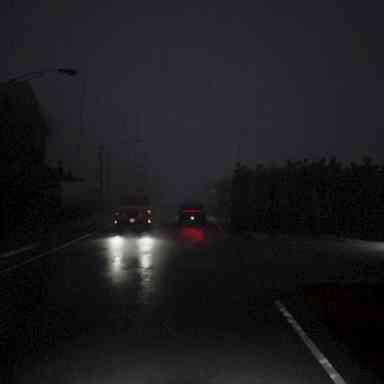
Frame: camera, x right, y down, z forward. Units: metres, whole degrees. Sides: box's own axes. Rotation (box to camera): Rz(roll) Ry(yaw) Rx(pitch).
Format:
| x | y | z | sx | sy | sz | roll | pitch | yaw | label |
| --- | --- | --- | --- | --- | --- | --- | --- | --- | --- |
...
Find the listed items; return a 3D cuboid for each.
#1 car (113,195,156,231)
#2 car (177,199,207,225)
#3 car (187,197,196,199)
| x | y | z | sx | sy | sz | roll | pitch | yaw | label |
| --- | --- | --- | --- | --- | --- | --- | --- | --- | --- |
| -3.471 | 1.188 | 20.693 | 2.150 | 2.045 | 5.566 | 0 | 0 | -5 | car |
| 0.017 | 1.459 | 23.825 | 1.837 | 1.490 | 4.892 | 0 | -1 | 0 | car |
| -0.094 | 1.507 | 54.211 | 1.895 | 1.301 | 4.718 | 0 | 0 | 0 | car |
